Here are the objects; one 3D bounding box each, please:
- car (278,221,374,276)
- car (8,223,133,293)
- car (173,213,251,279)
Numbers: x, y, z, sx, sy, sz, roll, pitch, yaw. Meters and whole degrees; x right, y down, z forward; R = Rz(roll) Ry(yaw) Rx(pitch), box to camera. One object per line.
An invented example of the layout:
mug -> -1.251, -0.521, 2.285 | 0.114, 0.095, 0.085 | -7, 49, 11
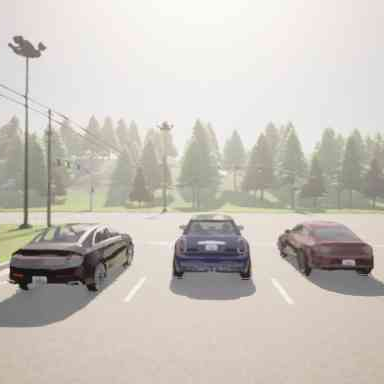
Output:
car -> 4.135, 1.672, 10.828 | 1.812, 1.442, 4.674 | 0, -1, 3
car -> -2.961, 1.601, 9.205 | 2.128, 1.511, 4.902 | 0, -1, 3
car -> 0.629, 1.489, 10.724 | 2.097, 1.767, 4.553 | 0, -1, 3
